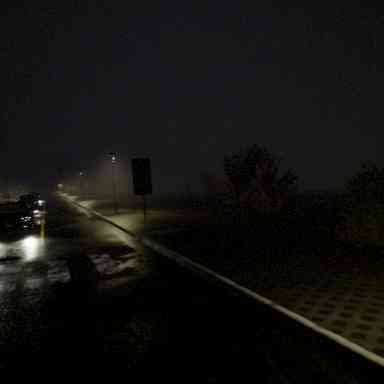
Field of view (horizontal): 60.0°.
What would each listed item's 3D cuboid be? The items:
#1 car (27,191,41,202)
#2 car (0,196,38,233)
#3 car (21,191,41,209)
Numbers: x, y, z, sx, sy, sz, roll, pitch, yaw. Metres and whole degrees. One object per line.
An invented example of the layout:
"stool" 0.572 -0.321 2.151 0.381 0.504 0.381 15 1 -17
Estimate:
"car" -25.600 0.646 54.008 1.882 1.535 5.008 -5 3 -24
"car" -9.508 1.275 17.729 1.882 1.535 5.008 -5 3 -24
"car" -16.714 0.989 33.971 1.882 1.535 5.008 -5 3 -24
